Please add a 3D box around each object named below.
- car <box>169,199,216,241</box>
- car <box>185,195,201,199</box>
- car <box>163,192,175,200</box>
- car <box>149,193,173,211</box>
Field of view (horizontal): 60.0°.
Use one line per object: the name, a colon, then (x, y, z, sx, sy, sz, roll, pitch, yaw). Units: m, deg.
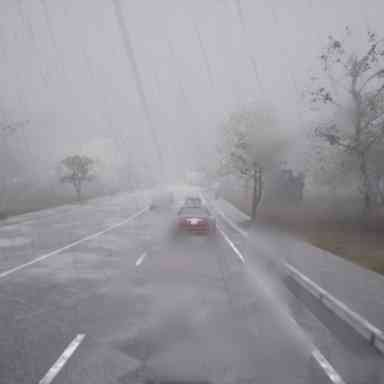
car: (0.098, 1.440, 17.475, 2.097, 1.767, 4.553, 0, 0, 0)
car: (0.094, 1.067, 38.789, 2.128, 1.511, 4.902, 0, 3, 0)
car: (-3.503, 0.748, 46.842, 2.033, 1.411, 5.357, 0, 3, 0)
car: (-3.506, 1.248, 36.460, 1.994, 1.385, 4.181, 0, 3, 0)
